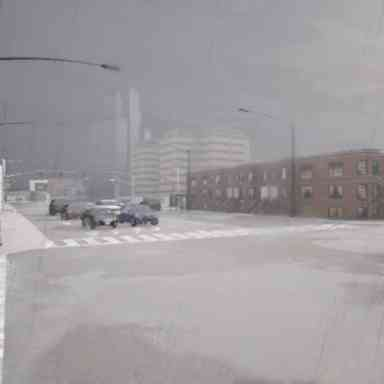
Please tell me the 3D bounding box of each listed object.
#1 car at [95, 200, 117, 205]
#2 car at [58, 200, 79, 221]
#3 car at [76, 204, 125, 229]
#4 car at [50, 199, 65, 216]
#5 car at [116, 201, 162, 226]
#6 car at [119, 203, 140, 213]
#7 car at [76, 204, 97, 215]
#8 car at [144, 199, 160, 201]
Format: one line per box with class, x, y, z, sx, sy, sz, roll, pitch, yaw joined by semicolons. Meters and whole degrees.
car;-9.216;1.873;36.323;2.150;2.045;5.566;1;-1;-29
car;-12.120;1.965;34.344;2.097;1.767;4.553;1;-1;-29
car;-7.084;1.946;25.385;2.128;1.511;4.902;1;-1;-29
car;-17.328;1.998;43.657;2.150;2.045;5.566;1;-1;-29
car;-4.438;1.852;27.825;2.097;1.767;4.553;1;-1;-29
car;-9.820;2.453;51.855;1.812;1.442;4.674;1;-1;-29
car;-14.601;2.420;45.947;1.895;1.301;4.718;1;-1;-29
car;-6.785;2.181;53.603;2.150;2.045;5.566;1;-1;-29
